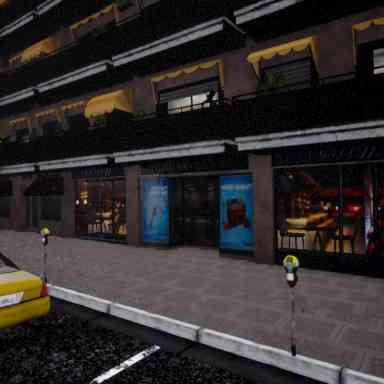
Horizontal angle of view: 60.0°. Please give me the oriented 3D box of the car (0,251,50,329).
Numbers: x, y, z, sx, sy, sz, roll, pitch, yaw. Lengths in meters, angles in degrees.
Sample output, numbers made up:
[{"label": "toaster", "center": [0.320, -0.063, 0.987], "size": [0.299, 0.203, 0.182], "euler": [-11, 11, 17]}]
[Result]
[{"label": "car", "center": [-4.552, 1.527, 6.127], "size": [4.829, 1.417, 1.752], "euler": [0, -1, 35]}]
